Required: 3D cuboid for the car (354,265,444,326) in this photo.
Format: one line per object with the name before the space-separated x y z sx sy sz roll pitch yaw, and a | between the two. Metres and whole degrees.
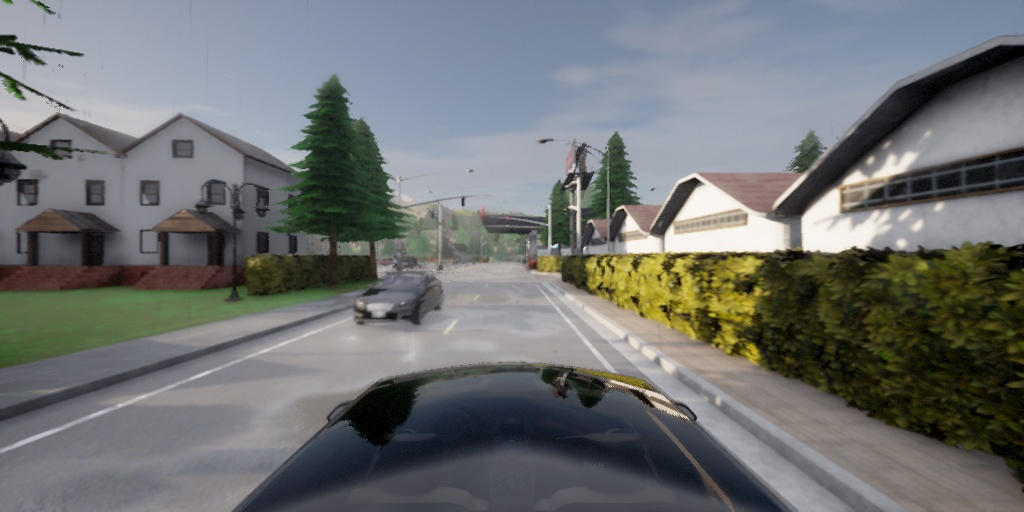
car | -3.498 1.250 11.896 2.128 1.511 4.902 0 0 0
